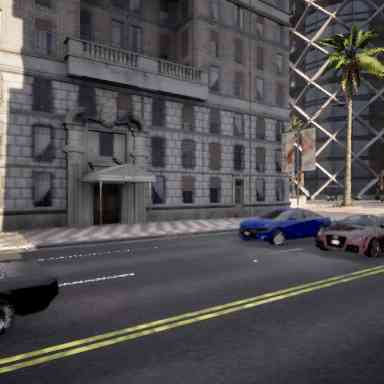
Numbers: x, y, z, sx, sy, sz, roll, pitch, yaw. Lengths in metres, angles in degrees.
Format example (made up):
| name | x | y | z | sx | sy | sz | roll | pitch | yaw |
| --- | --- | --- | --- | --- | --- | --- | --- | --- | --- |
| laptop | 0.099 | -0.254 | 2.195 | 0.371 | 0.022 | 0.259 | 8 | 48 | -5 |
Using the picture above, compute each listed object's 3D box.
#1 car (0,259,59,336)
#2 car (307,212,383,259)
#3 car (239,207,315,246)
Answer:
| name | x | y | z | sx | sy | sz | roll | pitch | yaw |
| --- | --- | --- | --- | --- | --- | --- | --- | --- | --- |
| car | -4.650 | 1.601 | 4.931 | 4.718 | 1.301 | 1.895 | 0 | 0 | -36 |
| car | 6.650 | 1.564 | 12.694 | 4.181 | 1.385 | 1.994 | 0 | 0 | -34 |
| car | 4.382 | 1.477 | 15.387 | 5.008 | 1.535 | 1.882 | 0 | 0 | -34 |
